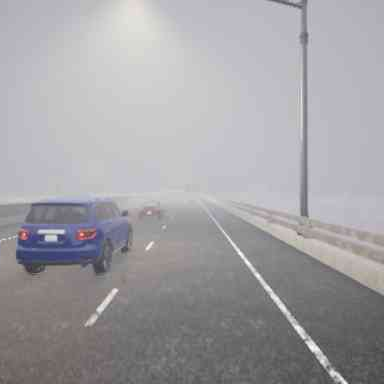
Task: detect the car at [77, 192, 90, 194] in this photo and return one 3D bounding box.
[{"bbox_3d":[-20.979,1.099,63.446,2.150,2.045,5.566,0,0,0],"label":"car"}]

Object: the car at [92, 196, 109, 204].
[{"bbox_3d":[-17.481,1.472,63.535,1.895,1.301,4.718,0,0,0],"label":"car"}]

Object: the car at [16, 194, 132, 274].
[{"bbox_3d":[-3.395,1.205,10.696,2.150,2.045,5.566,0,0,0],"label":"car"}]

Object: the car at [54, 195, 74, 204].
[{"bbox_3d":[-24.475,1.375,63.744,1.837,1.490,4.892,0,1,0],"label":"car"}]

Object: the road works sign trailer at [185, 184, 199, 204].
[{"bbox_3d":[0.024,0.350,58.830,2.380,3.560,2.880,0,0,0],"label":"road works sign trailer"}]

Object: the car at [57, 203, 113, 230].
[{"bbox_3d":[-6.888,1.513,22.184,2.033,1.411,5.357,0,0,0],"label":"car"}]

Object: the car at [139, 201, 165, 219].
[{"bbox_3d":[-3.387,1.479,28.673,1.812,1.442,4.674,0,0,0],"label":"car"}]
